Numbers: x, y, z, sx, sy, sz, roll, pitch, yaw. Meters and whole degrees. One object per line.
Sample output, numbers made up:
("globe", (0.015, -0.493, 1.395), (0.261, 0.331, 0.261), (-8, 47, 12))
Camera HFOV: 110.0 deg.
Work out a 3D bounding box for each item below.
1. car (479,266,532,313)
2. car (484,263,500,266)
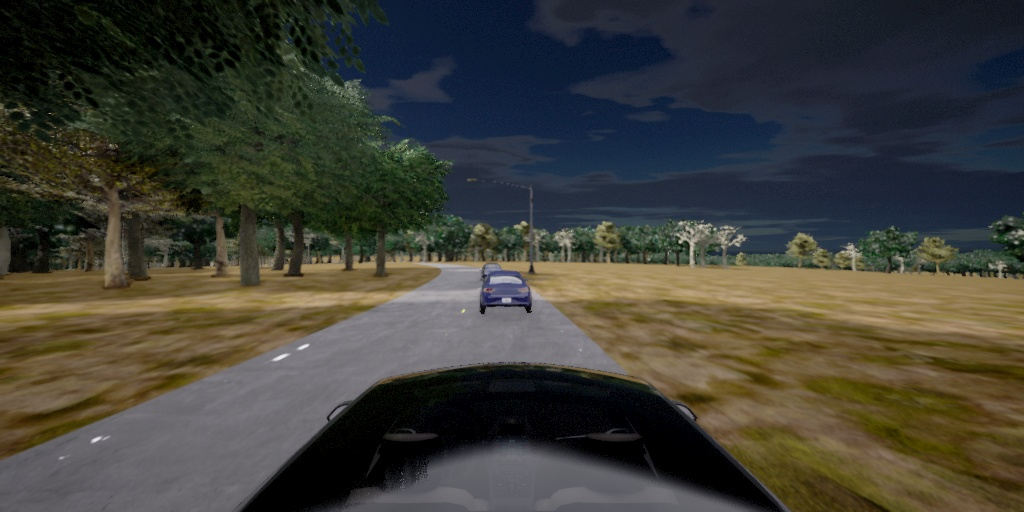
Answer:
("car", (-0.288, 1.280, 14.004), (1.812, 1.442, 4.674), (0, 0, -3))
("car", (-1.828, 1.330, 32.304), (2.033, 1.411, 5.357), (0, 0, -7))
